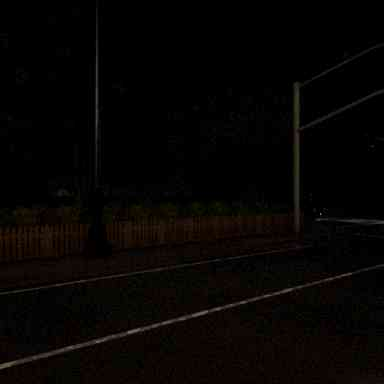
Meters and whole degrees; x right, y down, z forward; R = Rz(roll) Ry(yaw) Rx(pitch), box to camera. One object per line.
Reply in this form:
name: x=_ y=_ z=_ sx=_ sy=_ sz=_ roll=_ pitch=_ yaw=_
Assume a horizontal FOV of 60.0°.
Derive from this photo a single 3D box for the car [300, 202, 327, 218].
car: x=9.861 y=1.601 z=30.565 sx=1.895 sy=1.301 sz=4.718 roll=0 pitch=0 yaw=-35
